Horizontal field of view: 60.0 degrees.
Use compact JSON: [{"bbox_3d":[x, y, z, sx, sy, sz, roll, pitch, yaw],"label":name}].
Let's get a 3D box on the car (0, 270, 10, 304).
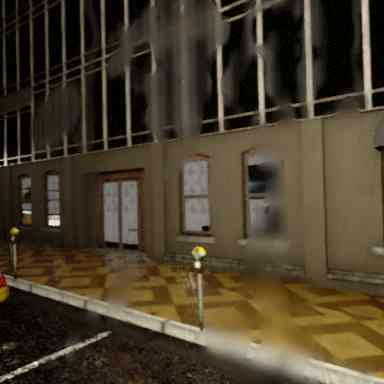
[{"bbox_3d":[-5.647,1.611,6.922,4.829,1.417,1.752,-1,-1,36],"label":"car"}]
